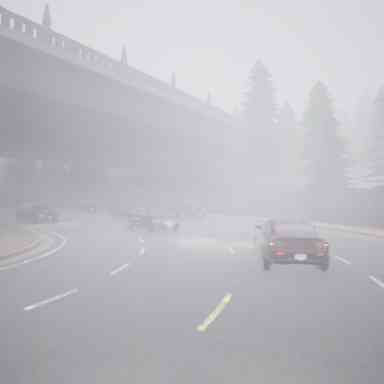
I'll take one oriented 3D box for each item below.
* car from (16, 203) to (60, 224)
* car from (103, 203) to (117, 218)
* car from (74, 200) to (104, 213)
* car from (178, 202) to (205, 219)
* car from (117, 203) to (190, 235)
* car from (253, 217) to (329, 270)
[{"bbox_3d":[-12.376,1.683,26.558,4.892,1.490,1.837,0,-1,42],"label":"car"},{"bbox_3d":[-5.759,1.763,30.185,1.895,1.301,4.718,0,0,-44],"label":"car"},{"bbox_3d":[-12.153,1.742,39.845,4.892,1.490,1.837,0,0,36],"label":"car"},{"bbox_3d":[-0.860,1.640,29.722,1.837,1.490,4.892,0,-1,-39],"label":"car"},{"bbox_3d":[-2.464,1.592,19.904,2.128,1.511,4.902,0,0,-32],"label":"car"},{"bbox_3d":[3.144,1.560,11.076,1.812,1.442,4.674,0,0,7],"label":"car"}]
